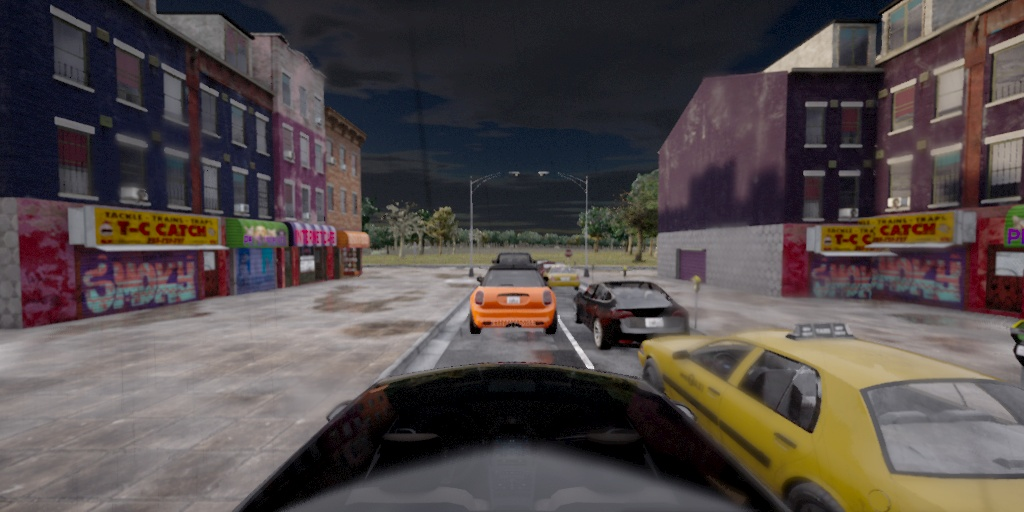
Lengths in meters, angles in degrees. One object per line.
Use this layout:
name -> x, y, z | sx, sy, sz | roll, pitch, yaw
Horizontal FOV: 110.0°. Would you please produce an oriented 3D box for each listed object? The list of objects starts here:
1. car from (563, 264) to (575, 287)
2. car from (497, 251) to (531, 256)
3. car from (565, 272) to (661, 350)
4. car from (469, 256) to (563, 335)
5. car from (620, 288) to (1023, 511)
car -> 2.637, 1.063, 19.910 | 1.751, 1.417, 4.829 | 0, 0, 0
car -> 0.098, 0.769, 18.924 | 2.150, 2.045, 5.566 | 0, 1, 0
car -> 2.637, 1.233, 8.676 | 1.948, 1.339, 4.313 | 0, 0, 0
car -> 0.022, 1.001, 10.319 | 2.097, 1.767, 4.553 | 0, 1, 0
car -> 2.636, 1.258, 3.314 | 1.751, 1.417, 4.829 | 0, 0, 0
